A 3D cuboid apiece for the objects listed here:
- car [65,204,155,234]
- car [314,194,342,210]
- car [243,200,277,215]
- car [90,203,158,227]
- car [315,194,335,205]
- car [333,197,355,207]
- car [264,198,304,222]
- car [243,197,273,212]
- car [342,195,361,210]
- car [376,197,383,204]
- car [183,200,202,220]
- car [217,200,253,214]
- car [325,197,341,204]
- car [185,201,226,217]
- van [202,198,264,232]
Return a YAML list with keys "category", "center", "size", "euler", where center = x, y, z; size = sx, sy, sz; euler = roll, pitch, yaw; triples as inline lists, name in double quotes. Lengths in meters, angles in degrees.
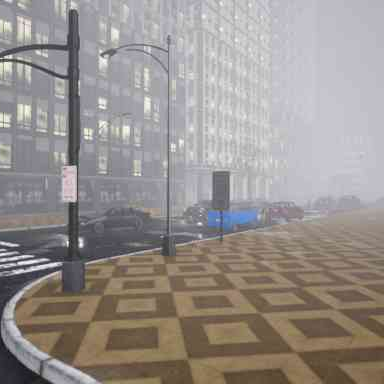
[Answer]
- category: "car"
  center: [-4.723, 1.567, 19.804]
  size: [2.033, 1.411, 5.357]
  euler: [0, 0, 38]
- category: "car"
  center: [17.937, 1.402, 44.431]
  size: [2.097, 1.767, 4.553]
  euler: [0, 0, 38]
- category: "car"
  center: [7.301, 1.597, 35.417]
  size: [1.994, 1.385, 4.181]
  euler: [0, 0, 38]
- category: "car"
  center: [-4.791, 1.544, 23.973]
  size: [1.752, 1.417, 4.829]
  euler: [0, 0, 38]
- category: "car"
  center: [25.058, 1.383, 62.571]
  size: [2.192, 1.841, 5.009]
  euler: [0, 0, 38]
- category: "car"
  center: [23.987, 1.553, 52.292]
  size: [2.128, 1.511, 4.902]
  euler: [0, 0, 37]
- category: "car"
  center: [7.560, 1.474, 26.894]
  size: [1.967, 1.590, 4.097]
  euler: [0, 0, 38]
- category: "car"
  center: [8.098, 1.474, 40.519]
  size: [1.967, 1.590, 4.097]
  euler: [0, 0, 38]
- category: "car"
  center: [21.128, 1.369, 44.535]
  size: [2.192, 1.841, 5.009]
  euler: [0, 0, 38]
- category: "car"
  center: [38.087, 1.659, 66.585]
  size: [1.947, 1.339, 4.313]
  euler: [0, 0, 38]
- category: "car"
  center: [1.252, 1.378, 27.566]
  size: [2.097, 1.767, 4.553]
  euler: [0, 0, 38]
- category: "car"
  center: [4.706, 1.574, 36.109]
  size: [1.887, 1.381, 4.507]
  euler: [0, 0, 38]
- category: "car"
  center: [28.450, 1.627, 66.980]
  size: [2.008, 1.369, 4.403]
  euler: [0, 0, 38]
- category: "car"
  center: [1.314, 1.607, 31.698]
  size: [1.802, 1.307, 4.206]
  euler: [0, 0, 38]
- category: "van"
  center: [2.600, 1.370, 20.263]
  size: [1.690, 1.788, 3.998]
  euler: [0, 0, 38]
